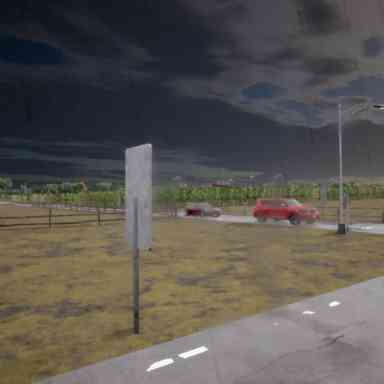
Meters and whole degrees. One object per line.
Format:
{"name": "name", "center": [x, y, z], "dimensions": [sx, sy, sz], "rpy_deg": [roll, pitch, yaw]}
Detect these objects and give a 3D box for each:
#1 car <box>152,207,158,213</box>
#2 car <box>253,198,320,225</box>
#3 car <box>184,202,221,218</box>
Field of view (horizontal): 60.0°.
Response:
{"name": "car", "center": [-6.666, 2.365, 46.664], "dimensions": [1.895, 1.301, 4.718], "rpy_deg": [0, -1, -36]}
{"name": "car", "center": [7.483, 1.517, 27.012], "dimensions": [2.150, 2.045, 5.566], "rpy_deg": [0, -1, -36]}
{"name": "car", "center": [1.081, 1.857, 35.895], "dimensions": [2.097, 1.767, 4.553], "rpy_deg": [0, -1, -36]}
